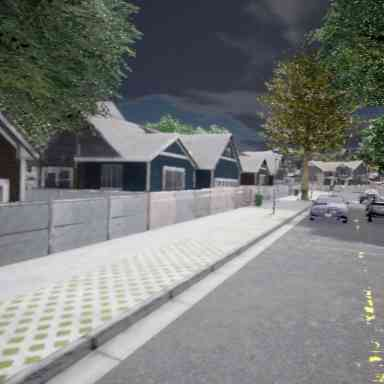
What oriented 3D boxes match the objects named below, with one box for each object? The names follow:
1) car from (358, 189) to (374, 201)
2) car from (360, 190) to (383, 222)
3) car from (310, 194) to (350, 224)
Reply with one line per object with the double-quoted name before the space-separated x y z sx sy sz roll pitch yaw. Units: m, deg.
"car" 18.563 0.438 34.721 1.812 1.442 4.674 3 3 26
"car" 11.138 0.899 19.217 2.128 1.511 4.902 3 3 26
"car" 7.919 0.854 18.998 1.812 1.442 4.674 3 3 25
